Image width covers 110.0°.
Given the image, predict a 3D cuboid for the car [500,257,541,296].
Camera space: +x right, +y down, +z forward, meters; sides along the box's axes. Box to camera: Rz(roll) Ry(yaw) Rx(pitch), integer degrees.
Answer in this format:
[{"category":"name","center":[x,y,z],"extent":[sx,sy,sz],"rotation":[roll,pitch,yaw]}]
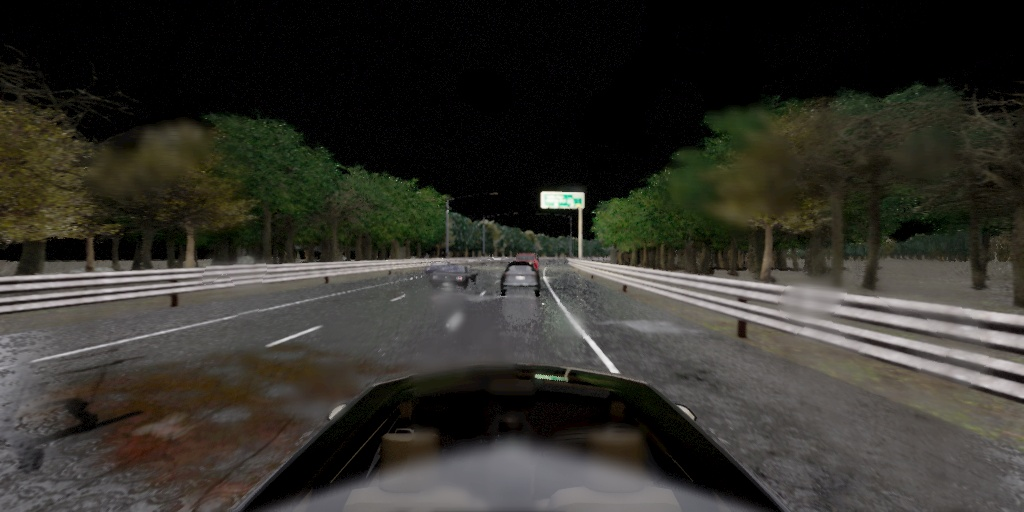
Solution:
[{"category":"car","center":[0.464,1.050,18.516],"extent":[2.033,1.649,4.856],"rotation":[0,0,2]}]

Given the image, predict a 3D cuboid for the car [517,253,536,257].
[{"category":"car","center":[1.494,0.757,35.795],"extent":[2.150,2.045,5.566],"rotation":[0,1,6]}]

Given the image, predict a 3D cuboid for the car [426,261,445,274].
[{"category":"car","center":[-6.021,1.131,31.829],"extent":[1.895,1.301,4.718],"rotation":[0,0,5]}]

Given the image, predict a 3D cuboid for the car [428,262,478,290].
[{"category":"car","center":[-3.169,1.195,20.909],"extent":[1.895,1.301,4.718],"rotation":[0,0,3]}]
